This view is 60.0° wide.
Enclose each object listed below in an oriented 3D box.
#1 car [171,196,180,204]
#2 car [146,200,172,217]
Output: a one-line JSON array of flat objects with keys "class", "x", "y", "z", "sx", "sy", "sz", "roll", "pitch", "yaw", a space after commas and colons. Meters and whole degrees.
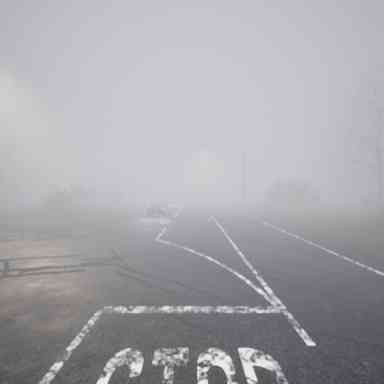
[{"class": "car", "x": -3.274, "y": 1.628, "z": 65.155, "sx": 2.128, "sy": 1.511, "sz": 4.902, "roll": 0, "pitch": 0, "yaw": 0}, {"class": "car", "x": -3.342, "y": 1.672, "z": 32.734, "sx": 1.895, "sy": 1.301, "sz": 4.718, "roll": 0, "pitch": 0, "yaw": 0}]
